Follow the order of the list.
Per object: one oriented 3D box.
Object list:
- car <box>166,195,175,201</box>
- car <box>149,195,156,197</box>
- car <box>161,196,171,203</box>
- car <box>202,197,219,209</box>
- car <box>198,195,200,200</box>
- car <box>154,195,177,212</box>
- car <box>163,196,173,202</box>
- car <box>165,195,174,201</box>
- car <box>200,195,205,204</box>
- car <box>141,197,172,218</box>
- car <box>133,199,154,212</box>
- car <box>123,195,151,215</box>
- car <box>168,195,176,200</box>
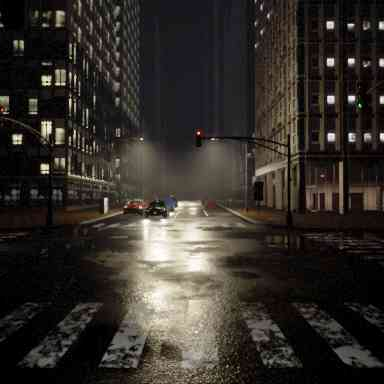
[{"bbox_3d":[-5.714,1.587,89.489,2.008,1.369,4.403,1,0,0],"label":"car"},{"bbox_3d":[-5.691,1.332,44.888,2.192,1.841,5.009,1,0,0],"label":"car"},{"bbox_3d":[-5.707,1.573,72.763,1.887,1.381,4.507,1,0,0],"label":"car"},{"bbox_3d":[2.684,1.599,44.953,1.802,1.307,4.206,1,0,0],"label":"car"},{"bbox_3d":[2.677,1.590,61.686,1.947,1.339,4.313,1,0,0],"label":"car"},{"bbox_3d":[-3.114,1.493,39.825,1.882,1.535,5.008,0,0,0],"label":"car"},{"bbox_3d":[-5.709,1.582,78.338,2.008,1.369,4.403,1,0,0],"label":"car"},{"bbox_3d":[-5.712,1.578,83.913,1.887,1.381,4.507,1,0,0],"label":"car"},{"bbox_3d":[2.681,1.547,56.279,1.752,1.417,4.829,1,0,0],"label":"car"},{"bbox_3d":[-3.112,1.516,30.320,1.837,1.490,4.892,0,0,0],"label":"car"},{"bbox_3d":[-5.694,1.597,39.312,1.802,1.307,4.206,1,0,0],"label":"car"},{"bbox_3d":[-5.688,1.453,33.737,1.967,1.590,4.097,1,0,0],"label":"car"},{"bbox_3d":[-5.717,1.605,95.064,1.947,1.339,4.313,1,0,0],"label":"car"}]
